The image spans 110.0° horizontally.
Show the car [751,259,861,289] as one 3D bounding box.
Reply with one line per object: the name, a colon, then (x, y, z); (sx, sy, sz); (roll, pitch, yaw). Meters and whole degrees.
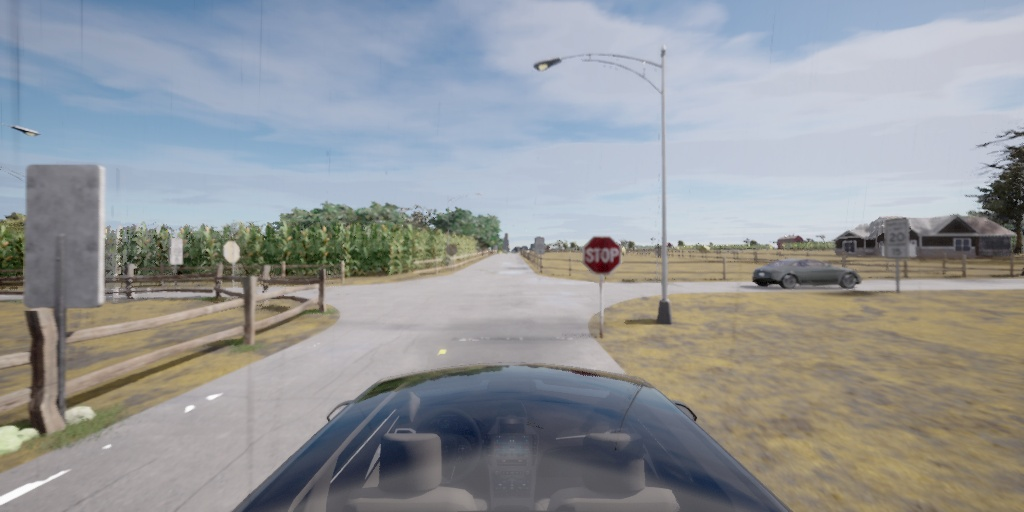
car: (13.870, 0.814, 17.055); (4.181, 1.385, 1.994); (-1, -1, 0)
